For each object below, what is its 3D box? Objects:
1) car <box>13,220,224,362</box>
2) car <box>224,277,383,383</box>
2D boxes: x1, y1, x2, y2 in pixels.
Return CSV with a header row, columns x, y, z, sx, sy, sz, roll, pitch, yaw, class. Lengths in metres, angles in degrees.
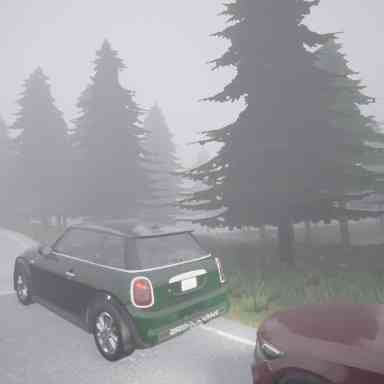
x,y,z,sx,sy,sz,roll,pitch,yaw,class
-1.573,1.309,6.205,4.553,1.767,2.097,1,1,44,car
2.760,1.532,2.589,4.674,1.442,1.812,1,0,36,car
